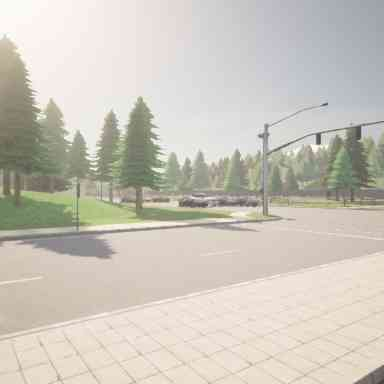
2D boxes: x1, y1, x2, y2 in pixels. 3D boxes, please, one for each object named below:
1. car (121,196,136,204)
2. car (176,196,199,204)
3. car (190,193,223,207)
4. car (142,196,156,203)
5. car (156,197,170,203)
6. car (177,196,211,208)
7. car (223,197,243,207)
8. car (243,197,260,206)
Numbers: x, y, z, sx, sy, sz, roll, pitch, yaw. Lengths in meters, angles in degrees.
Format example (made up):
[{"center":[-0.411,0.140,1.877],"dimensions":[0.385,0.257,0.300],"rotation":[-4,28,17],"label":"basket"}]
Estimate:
[{"center":[-12.321,1.506,64.736],"dimensions":[1.837,1.490,4.892],"rotation":[0,0,-35],"label":"car"},{"center":[-1.006,1.547,66.927],"dimensions":[2.033,1.411,5.357],"rotation":[0,0,-35],"label":"car"},{"center":[1.693,1.220,50.824],"dimensions":[2.150,2.045,5.566],"rotation":[0,0,-34],"label":"car"},{"center":[-9.865,1.477,67.364],"dimensions":[1.882,1.535,5.008],"rotation":[0,0,-35],"label":"car"},{"center":[-6.432,1.601,68.596],"dimensions":[1.895,1.301,4.718],"rotation":[0,0,-35],"label":"car"},{"center":[0.094,1.601,46.989],"dimensions":[1.895,1.301,4.718],"rotation":[0,0,-35],"label":"car"},{"center":[4.994,1.547,52.205],"dimensions":[2.033,1.411,5.357],"rotation":[0,0,-35],"label":"car"},{"center":[8.374,1.548,53.469],"dimensions":[2.033,1.411,5.357],"rotation":[0,0,-36],"label":"car"}]
